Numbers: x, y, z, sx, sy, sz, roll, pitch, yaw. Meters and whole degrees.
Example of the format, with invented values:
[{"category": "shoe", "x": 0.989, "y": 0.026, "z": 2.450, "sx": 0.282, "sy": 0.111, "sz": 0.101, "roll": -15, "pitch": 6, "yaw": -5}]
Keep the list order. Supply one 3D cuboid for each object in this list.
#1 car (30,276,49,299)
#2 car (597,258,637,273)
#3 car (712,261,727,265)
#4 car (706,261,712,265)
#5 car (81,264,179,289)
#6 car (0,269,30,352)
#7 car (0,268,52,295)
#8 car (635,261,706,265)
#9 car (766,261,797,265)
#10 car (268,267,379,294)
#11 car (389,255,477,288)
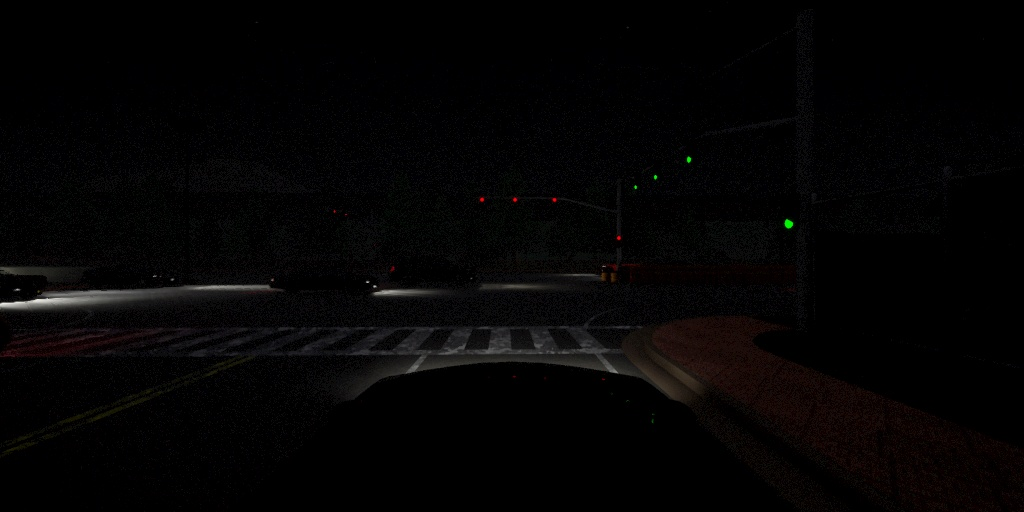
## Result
[{"category": "car", "x": -23.746, "y": 1.313, "z": 15.773, "sx": 4.181, "sy": 1.385, "sz": 1.994, "roll": 0, "pitch": 0, "yaw": 0}, {"category": "car", "x": 11.415, "y": 1.102, "z": 38.128, "sx": 4.553, "sy": 1.767, "sz": 2.097, "roll": 0, "pitch": 0, "yaw": -2}, {"category": "car", "x": 20.532, "y": 1.254, "z": 38.413, "sx": 4.892, "sy": 1.490, "sz": 1.837, "roll": 0, "pitch": 0, "yaw": -2}, {"category": "car", "x": 16.349, "y": 1.275, "z": 34.779, "sx": 4.674, "sy": 1.442, "sz": 1.812, "roll": 0, "pitch": 0, "yaw": -2}, {"category": "car", "x": -24.142, "y": 1.236, "z": 22.811, "sx": 4.902, "sy": 1.511, "sz": 2.128, "roll": 0, "pitch": 0, "yaw": -2}, {"category": "car", "x": -10.576, "y": 1.102, "z": 4.806, "sx": 2.097, "sy": 1.767, "sz": 4.553, "roll": 0, "pitch": 0, "yaw": -2}, {"category": "car", "x": -28.228, "y": 1.342, "z": 19.182, "sx": 4.718, "sy": 1.301, "sz": 1.895, "roll": 0, "pitch": 0, "yaw": -2}, {"category": "car", "x": 13.705, "y": 1.254, "z": 31.196, "sx": 4.892, "sy": 1.490, "sz": 1.837, "roll": 0, "pitch": 0, "yaw": -2}, {"category": "car", "x": 22.960, "y": 1.351, "z": 31.485, "sx": 4.718, "sy": 1.301, "sz": 1.895, "roll": 0, "pitch": 0, "yaw": -2}, {"category": "car", "x": -10.250, "y": 1.297, "z": 19.742, "sx": 5.357, "sy": 1.411, "sz": 2.033, "roll": 0, "pitch": 0, "yaw": -2}, {"category": "car", "x": -5.105, "y": 0.972, "z": 23.410, "sx": 5.566, "sy": 2.045, "sz": 2.150, "roll": 0, "pitch": 0, "yaw": -2}]
